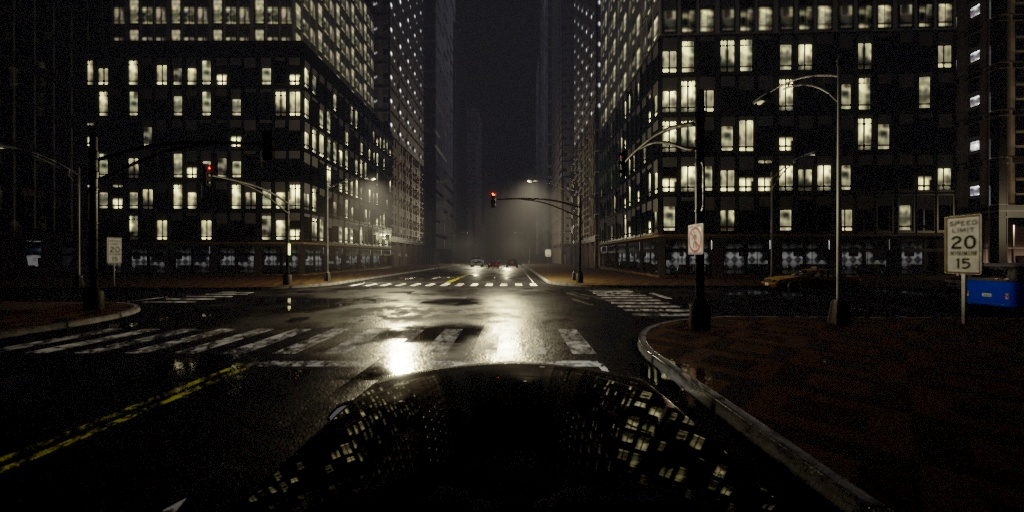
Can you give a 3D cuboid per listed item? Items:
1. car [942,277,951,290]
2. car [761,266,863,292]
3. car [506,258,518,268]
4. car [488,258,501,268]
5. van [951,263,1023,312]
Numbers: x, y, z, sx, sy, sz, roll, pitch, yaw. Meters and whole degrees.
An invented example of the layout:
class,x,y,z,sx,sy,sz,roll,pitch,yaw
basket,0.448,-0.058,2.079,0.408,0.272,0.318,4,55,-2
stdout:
class,x,y,z,sx,sy,sz,roll,pitch,yaw
car,26.923,1.354,20.089,4.207,1.307,1.802,0,0,2
car,17.089,1.290,20.575,4.829,1.417,1.751,0,0,2
car,0.005,1.204,63.547,2.097,1.767,4.553,0,0,0
car,-3.245,1.452,63.190,1.895,1.301,4.718,0,0,0
van,18.359,1.117,12.403,3.998,1.789,1.690,0,0,2
